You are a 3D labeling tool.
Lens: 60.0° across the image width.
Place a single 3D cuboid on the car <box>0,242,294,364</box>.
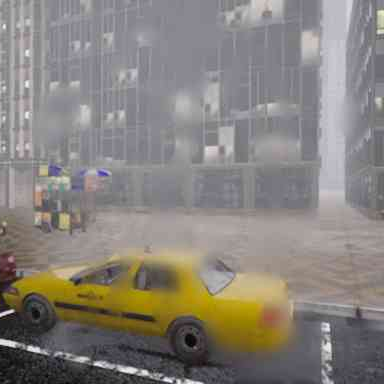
[{"bbox_3d":[-0.862,1.522,5.489,4.829,1.417,1.752,0,0,21],"label":"car"}]
